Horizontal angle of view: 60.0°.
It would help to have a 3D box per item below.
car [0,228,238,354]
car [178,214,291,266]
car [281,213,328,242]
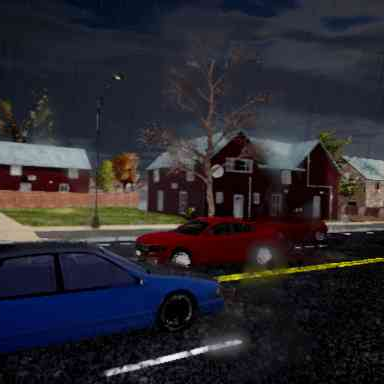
[{"bbox_3d":[-2.091,1.500,5.229,5.357,1.411,2.033,2,0,-31],"label":"car"},{"bbox_3d":[0.620,1.566,10.833,5.008,1.535,1.882,2,0,-30],"label":"car"},{"bbox_3d":[5.027,1.822,17.197,4.674,1.442,1.812,2,0,-30],"label":"car"}]
